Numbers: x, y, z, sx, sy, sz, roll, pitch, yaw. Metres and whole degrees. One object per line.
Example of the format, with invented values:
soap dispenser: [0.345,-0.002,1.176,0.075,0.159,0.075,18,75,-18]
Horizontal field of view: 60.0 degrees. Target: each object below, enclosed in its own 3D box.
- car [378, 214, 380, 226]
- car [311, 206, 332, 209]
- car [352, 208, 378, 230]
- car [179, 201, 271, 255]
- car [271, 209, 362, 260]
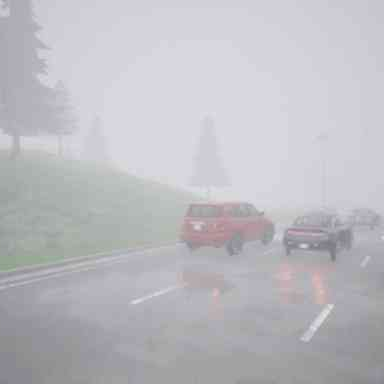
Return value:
car: [7.501,1.364,10.565,2.150,2.045,5.566,0,-1,35]
car: [11.099,1.897,28.401,1.812,1.442,4.674,0,-1,34]
car: [12.383,1.865,24.089,2.033,1.411,5.357,0,-1,35]
car: [1.709,1.412,14.497,2.150,2.045,5.566,0,-1,35]
car: [5.180,1.667,13.365,2.128,1.511,4.902,0,-1,34]
